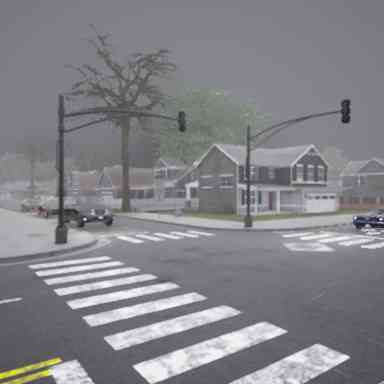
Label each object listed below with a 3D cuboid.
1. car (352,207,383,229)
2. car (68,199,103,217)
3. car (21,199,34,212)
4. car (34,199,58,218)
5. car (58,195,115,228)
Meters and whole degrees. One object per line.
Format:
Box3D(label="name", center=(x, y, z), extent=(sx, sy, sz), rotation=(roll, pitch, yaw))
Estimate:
Box3D(label="car", center=(11.674, 1.575, 20.000), extent=(4.718, 1.301, 1.895), rotation=(0, 0, -35))
Box3D(label="car", center=(-10.572, 1.517, 32.761), extent=(1.882, 1.535, 5.008), rotation=(0, 0, -35))
Box3D(label="car", center=(-19.098, 1.566, 39.718), extent=(1.837, 1.490, 4.892), rotation=(0, 0, -35))
Box3D(label="car", center=(-13.134, 1.521, 31.280), extent=(1.882, 1.535, 5.008), rotation=(0, 0, -35))
Box3D(label="car", center=(-7.288, 1.248, 23.027), extent=(2.150, 2.045, 5.566), rotation=(0, 0, -35))
